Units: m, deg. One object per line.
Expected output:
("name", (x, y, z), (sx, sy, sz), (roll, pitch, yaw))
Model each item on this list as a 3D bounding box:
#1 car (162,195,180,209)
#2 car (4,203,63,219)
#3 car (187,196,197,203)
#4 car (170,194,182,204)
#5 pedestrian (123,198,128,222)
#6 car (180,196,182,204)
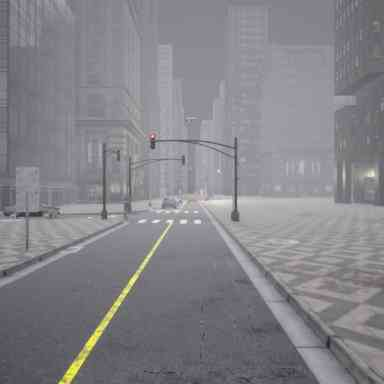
("car", (-3.096, 1.524, 45.847), (1.837, 1.490, 4.892), (0, 0, 0))
("car", (-14.244, 1.695, 29.980), (4.902, 1.511, 2.128), (-1, 0, 0))
("car", (-0.004, 1.518, 69.632), (1.882, 1.535, 5.008), (0, 0, 0))
("car", (-3.041, 1.388, 65.452), (2.097, 1.767, 4.553), (0, 0, 1))
("pedestrian", (-4.876, 1.303, 24.447), (0.375, 1.860, 0.375), (0, 0, 0))
("car", (-3.088, 1.551, 55.433), (1.812, 1.442, 4.674), (0, 0, 0))
